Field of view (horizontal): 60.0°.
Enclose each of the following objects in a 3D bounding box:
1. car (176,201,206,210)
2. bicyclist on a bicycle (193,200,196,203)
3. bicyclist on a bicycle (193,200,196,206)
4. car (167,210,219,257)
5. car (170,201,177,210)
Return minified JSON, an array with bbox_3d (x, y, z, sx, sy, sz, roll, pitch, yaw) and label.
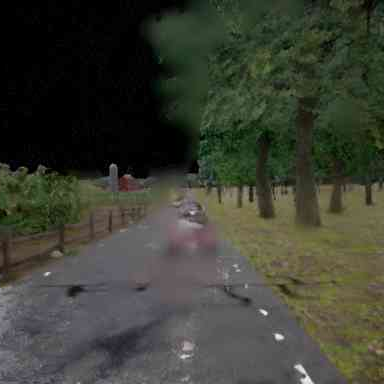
[{"bbox_3d":[0.046,1.666,27.525,2.097,1.767,4.553,0,-1,0],"label":"car"},{"bbox_3d":[0.756,2.859,83.611,0.582,1.620,1.656,0,-1,0],"label":"bicyclist on a bicycle"},{"bbox_3d":[0.751,2.955,92.604,0.866,1.612,1.509,0,-1,0],"label":"bicyclist on a bicycle"},{"bbox_3d":[0.047,1.657,13.336,1.812,1.442,4.674,0,-1,0],"label":"car"},{"bbox_3d":[-2.805,2.340,57.802,1.882,1.535,5.008,0,-1,0],"label":"car"}]
